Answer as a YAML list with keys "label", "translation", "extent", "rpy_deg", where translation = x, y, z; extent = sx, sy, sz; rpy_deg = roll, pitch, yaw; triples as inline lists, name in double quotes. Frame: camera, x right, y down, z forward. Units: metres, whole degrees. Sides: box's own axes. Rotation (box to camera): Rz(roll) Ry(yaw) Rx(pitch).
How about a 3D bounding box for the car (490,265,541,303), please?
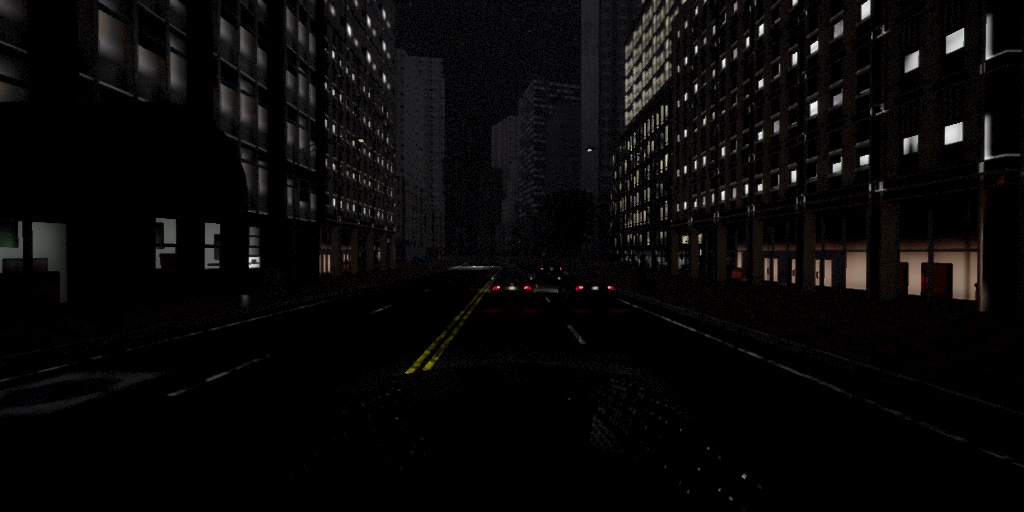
- label: "car"
  translation: [0.000, 1.306, 16.501]
  extent: [2.033, 1.411, 5.357]
  rpy_deg: [0, 0, 0]

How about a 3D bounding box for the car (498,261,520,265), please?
- label: "car"
  translation: [0.000, 1.266, 31.502]
  extent: [1.812, 1.442, 4.674]
  rpy_deg: [0, 0, 0]

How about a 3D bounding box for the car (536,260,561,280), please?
- label: "car"
  translation: [3.250, 1.099, 31.472]
  extent: [2.097, 1.767, 4.553]
  rpy_deg: [0, 0, 0]

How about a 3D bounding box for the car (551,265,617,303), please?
- label: "car"
  translation: [3.250, 1.306, 16.502]
  extent: [2.033, 1.411, 5.357]
  rpy_deg: [0, 0, 0]
